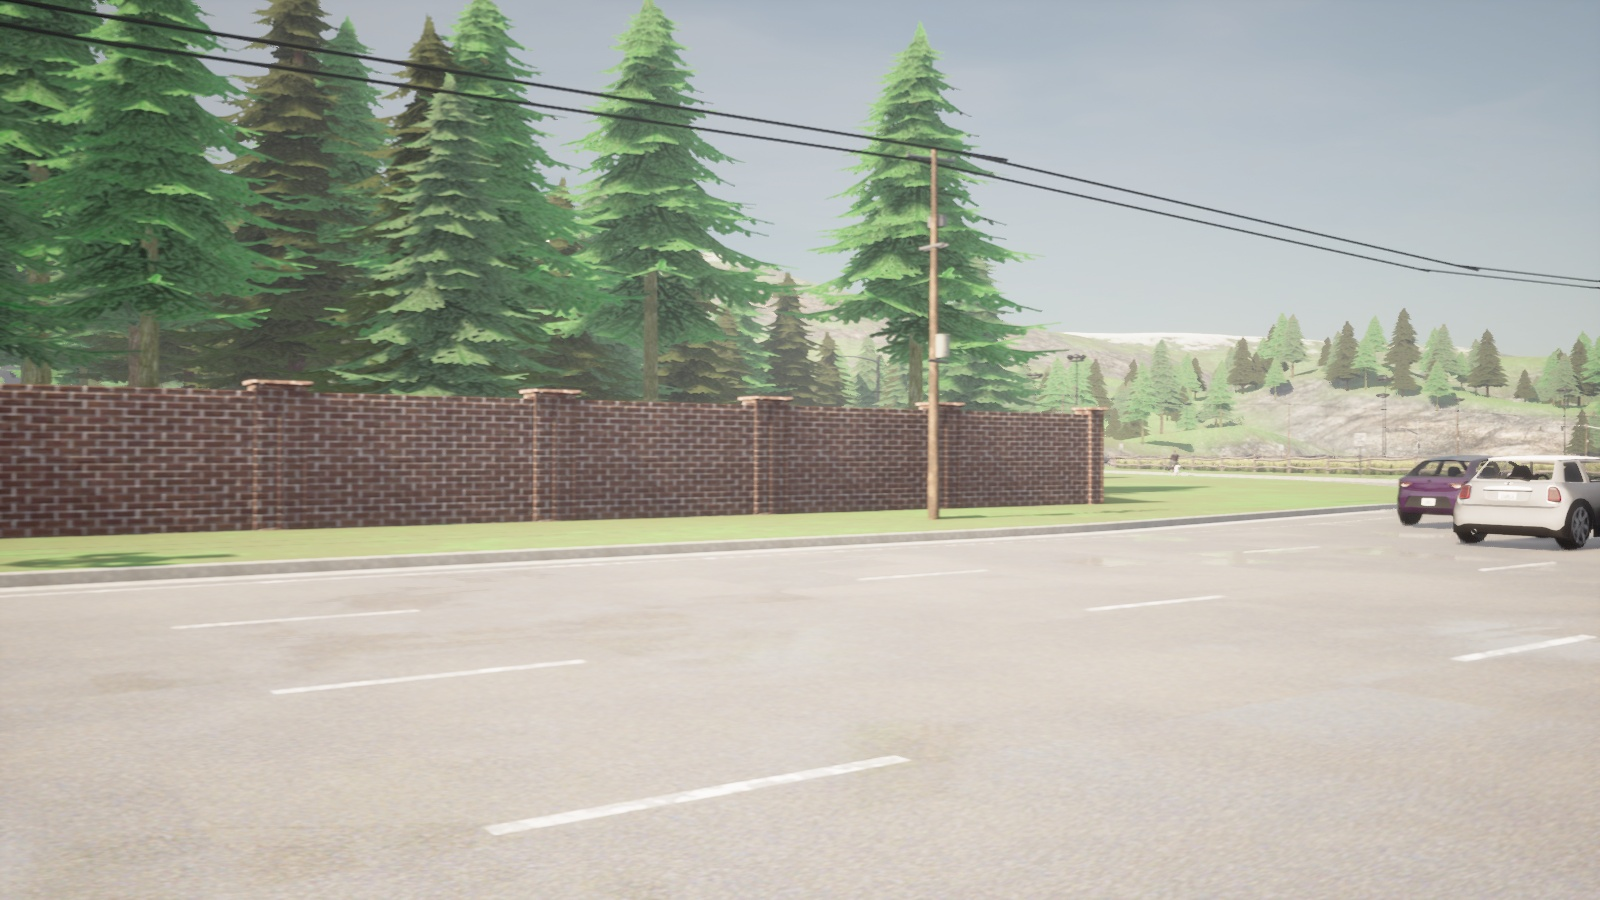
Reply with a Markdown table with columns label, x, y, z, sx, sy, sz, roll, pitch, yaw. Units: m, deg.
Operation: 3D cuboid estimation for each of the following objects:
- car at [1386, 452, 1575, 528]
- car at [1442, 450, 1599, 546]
| label | x | y | z | sx | sy | sz | roll | pitch | yaw |
| --- | --- | --- | --- | --- | --- | --- | --- | --- | --- |
| car | 14.369 | 0.790 | 26.452 | 4.193 | 1.474 | 1.816 | 0 | 0 | -35 |
| car | 12.765 | 0.733 | 21.072 | 3.806 | 1.475 | 1.970 | 0 | 0 | -35 |
